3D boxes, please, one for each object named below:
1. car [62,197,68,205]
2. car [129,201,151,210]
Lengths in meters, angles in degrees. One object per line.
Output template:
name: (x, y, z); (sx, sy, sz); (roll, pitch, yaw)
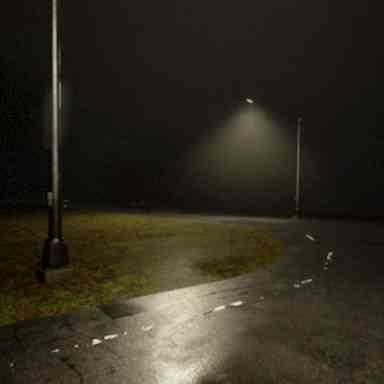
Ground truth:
car: (-26.857, 1.817, 68.309); (2.097, 1.767, 4.553); (3, -3, -27)
car: (-7.949, 2.025, 50.812); (1.994, 1.385, 4.181); (4, -3, -35)
